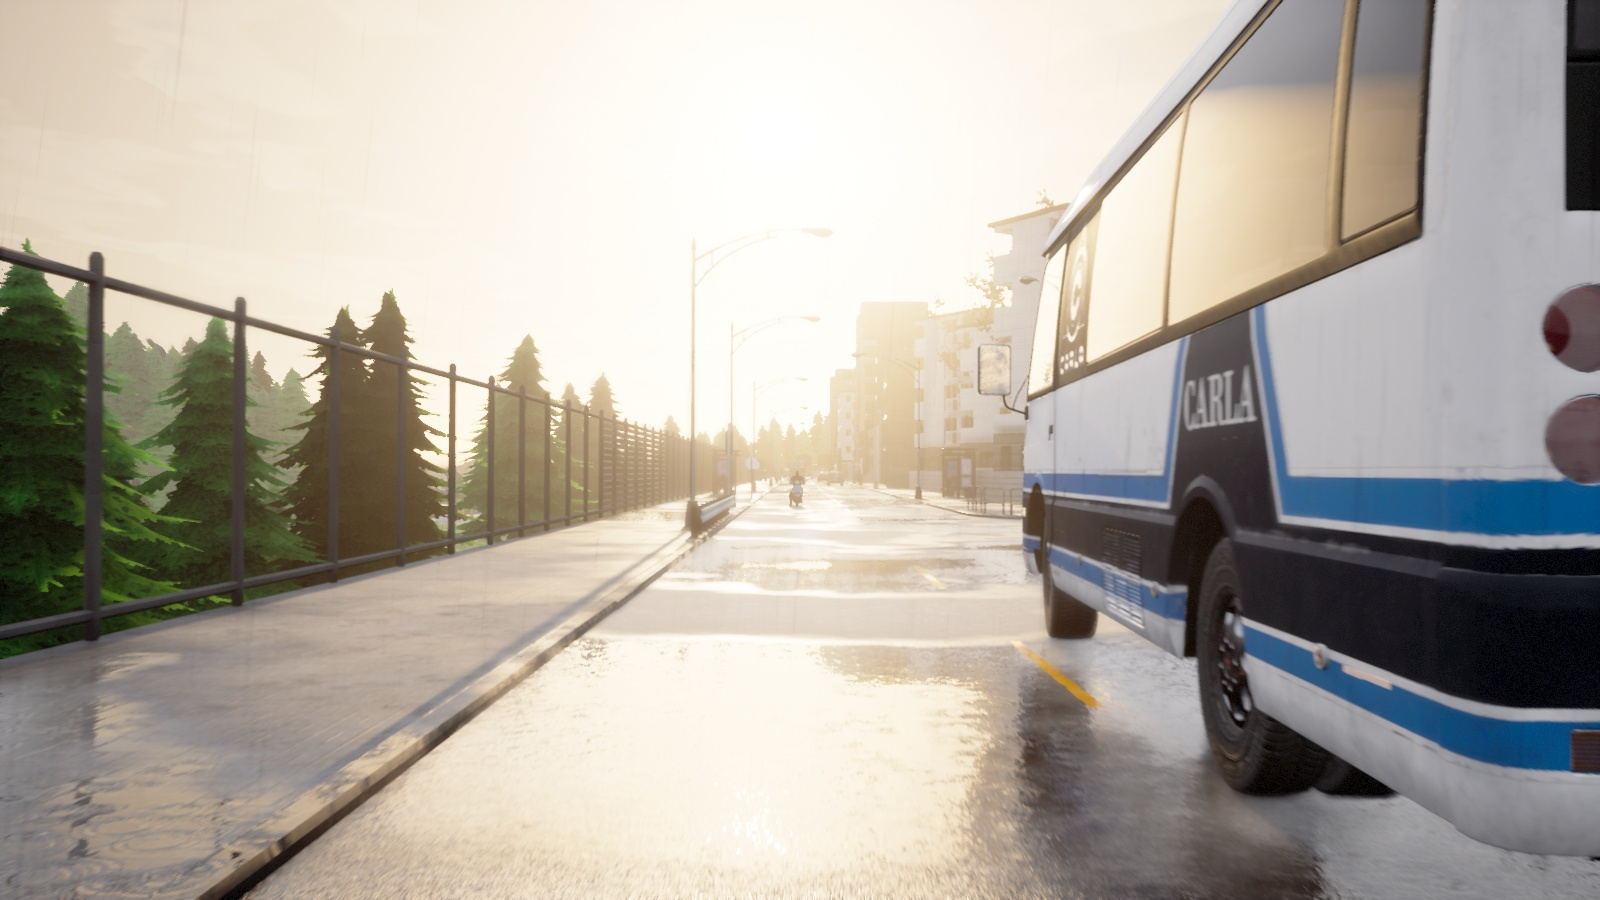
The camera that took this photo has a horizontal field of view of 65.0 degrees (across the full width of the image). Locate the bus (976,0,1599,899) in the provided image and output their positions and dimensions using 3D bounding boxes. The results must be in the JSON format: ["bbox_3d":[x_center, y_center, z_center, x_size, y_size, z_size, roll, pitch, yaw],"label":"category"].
[{"bbox_3d":[3.699,-0.429,8.799,3.944,4.253,10.273,0,-1,3],"label":"bus"}]

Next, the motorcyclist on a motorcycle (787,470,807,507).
[{"bbox_3d":[-0.114,1.695,55.344,0.866,1.590,1.817,0,-1,0],"label":"motorcyclist on a motorcycle"}]
